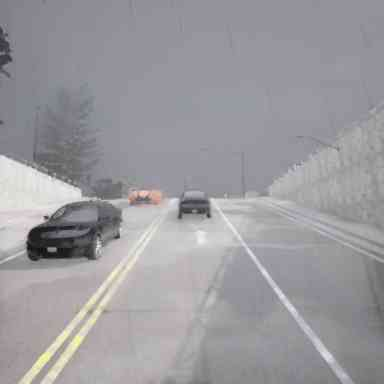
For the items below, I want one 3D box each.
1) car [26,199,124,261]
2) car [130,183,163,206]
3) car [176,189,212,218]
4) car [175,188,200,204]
[{"bbox_3d":[-3.574,1.075,11.007,1.882,1.535,5.008,0,3,0],"label":"car"},{"bbox_3d":[-3.502,0.098,26.195,2.097,1.767,4.553,0,3,1],"label":"car"},{"bbox_3d":[0.135,0.604,19.836,1.837,1.490,4.892,0,4,0],"label":"car"},{"bbox_3d":[-0.584,0.544,39.250,1.895,1.301,4.718,1,-7,-15],"label":"car"}]
